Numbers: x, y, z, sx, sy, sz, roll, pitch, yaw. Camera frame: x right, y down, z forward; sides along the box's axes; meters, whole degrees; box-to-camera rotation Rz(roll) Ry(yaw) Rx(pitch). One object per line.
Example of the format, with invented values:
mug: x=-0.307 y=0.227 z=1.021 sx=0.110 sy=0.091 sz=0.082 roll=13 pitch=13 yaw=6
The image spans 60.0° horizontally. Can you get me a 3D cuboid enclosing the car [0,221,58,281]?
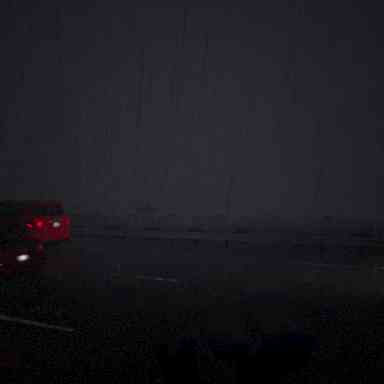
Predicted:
car: x=-6.126 y=1.643 z=9.150 sx=4.181 sy=1.385 sz=1.994 roll=0 pitch=0 yaw=22

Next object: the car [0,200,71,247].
car: x=-7.577 y=1.343 z=13.501 sx=5.566 sy=2.045 sz=2.150 roll=-1 pitch=-1 yaw=22
